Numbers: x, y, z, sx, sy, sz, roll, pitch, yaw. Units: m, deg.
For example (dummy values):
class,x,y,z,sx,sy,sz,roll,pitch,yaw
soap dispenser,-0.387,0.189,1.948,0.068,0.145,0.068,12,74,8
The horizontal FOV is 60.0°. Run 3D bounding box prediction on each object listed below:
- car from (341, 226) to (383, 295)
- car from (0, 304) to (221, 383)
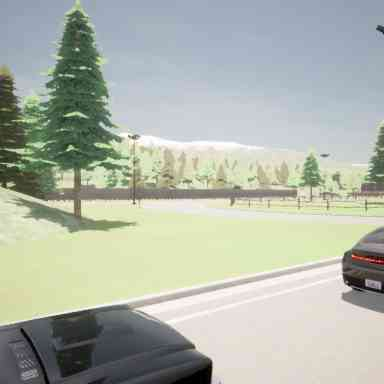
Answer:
class,x,y,z,sx,sy,sz,roll,pitch,yaw
car,5.425,1.505,7.714,4.892,1.490,1.837,0,0,-35
car,-2.071,1.601,2.272,4.718,1.301,1.895,0,0,-35
